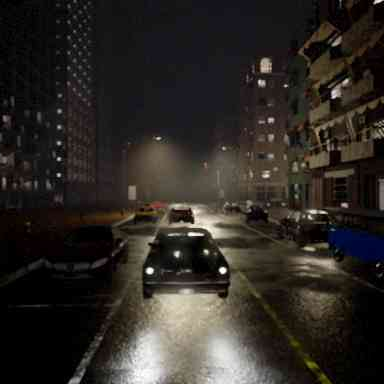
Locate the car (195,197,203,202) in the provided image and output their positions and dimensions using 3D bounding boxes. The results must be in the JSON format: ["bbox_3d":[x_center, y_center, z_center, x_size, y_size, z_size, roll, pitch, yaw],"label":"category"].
[{"bbox_3d":[2.044,2.182,91.992,1.947,1.339,4.313,0,0,-2],"label":"car"}]

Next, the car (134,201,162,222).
[{"bbox_3d":[-3.528,1.663,25.982,1.752,1.417,4.829,0,0,-2],"label":"car"}]

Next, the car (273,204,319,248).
[{"bbox_3d":[5.309,1.557,15.454,1.967,1.590,4.097,0,0,-2],"label":"car"}]

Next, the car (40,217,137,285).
[{"bbox_3d":[-2.828,1.625,9.570,1.802,1.307,4.206,0,0,-2],"label":"car"}]

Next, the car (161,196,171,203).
[{"bbox_3d":[-5.387,1.734,69.566,2.192,1.841,5.009,0,0,-2],"label":"car"}]

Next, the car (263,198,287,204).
[{"bbox_3d":[14.266,1.766,57.410,4.403,1.369,2.008,-1,1,-3],"label":"car"}]

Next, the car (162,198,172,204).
[{"bbox_3d":[-5.623,2.023,75.083,1.947,1.339,4.313,0,0,-2],"label":"car"}]

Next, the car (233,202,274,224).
[{"bbox_3d":[4.837,1.731,26.508,2.008,1.369,4.403,0,0,-2],"label":"car"}]

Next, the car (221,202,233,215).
[{"bbox_3d":[4.366,1.798,37.564,2.008,1.369,4.403,0,0,-2],"label":"car"}]

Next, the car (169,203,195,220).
[{"bbox_3d":[-0.797,1.746,25.098,1.895,1.301,4.718,0,0,-2],"label":"car"}]

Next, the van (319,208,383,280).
[{"bbox_3d":[5.546,1.426,9.927,1.690,1.788,3.998,0,0,-2],"label":"van"}]

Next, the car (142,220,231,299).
[{"bbox_3d":[-0.197,1.652,8.718,1.895,1.301,4.718,0,0,-2],"label":"car"}]

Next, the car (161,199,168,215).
[{"bbox_3d":[-4.007,1.750,37.207,1.887,1.381,4.507,0,0,-2],"label":"car"}]
